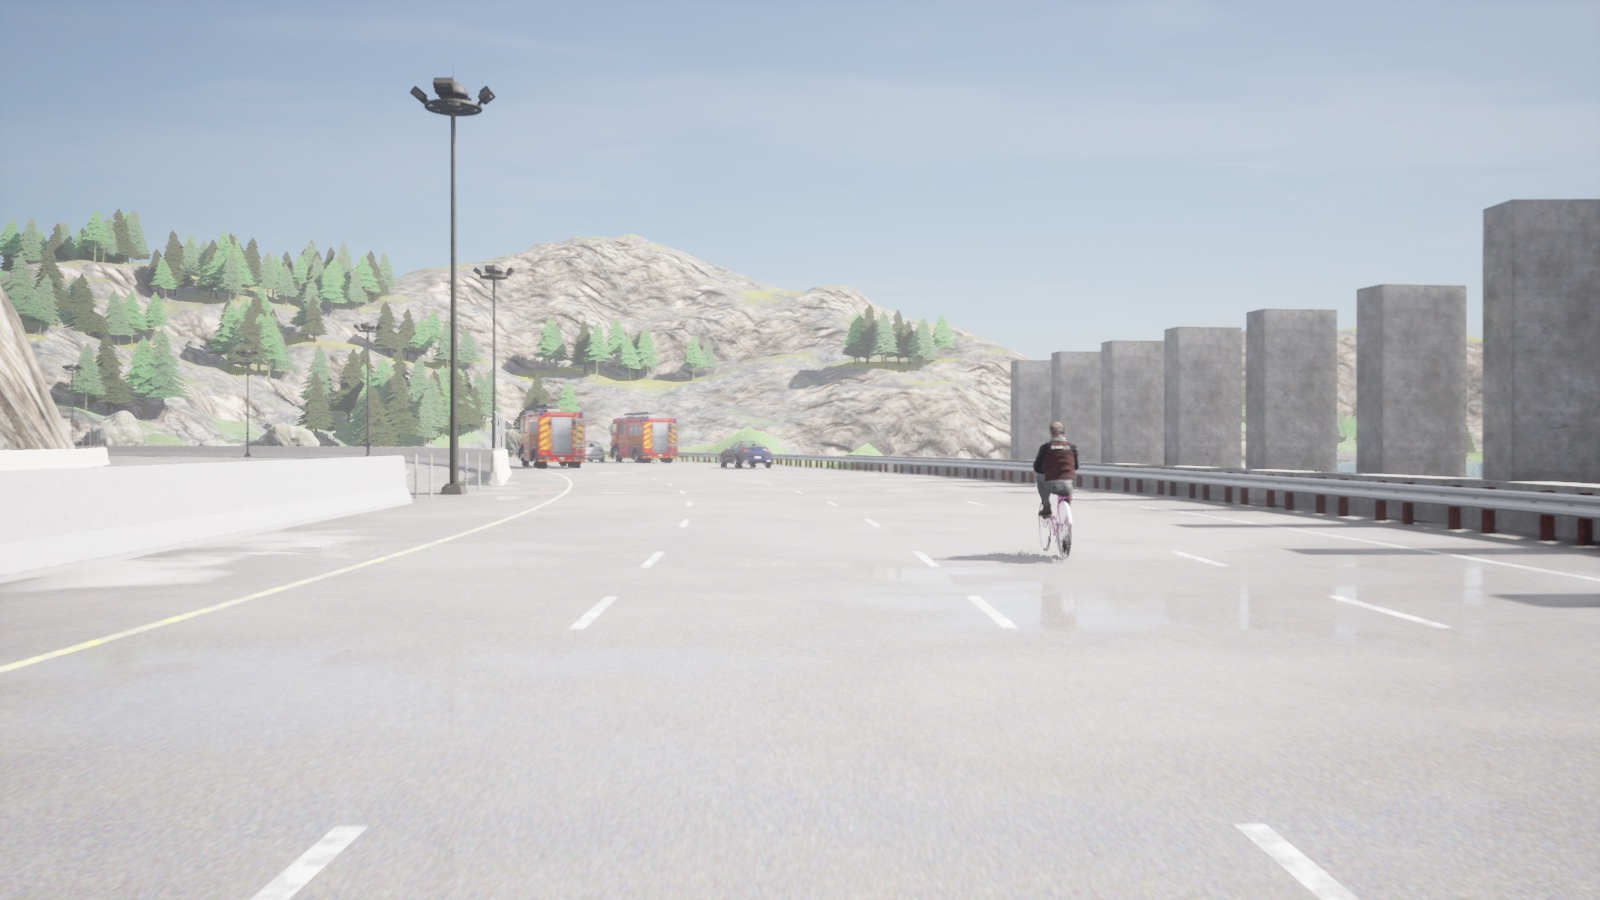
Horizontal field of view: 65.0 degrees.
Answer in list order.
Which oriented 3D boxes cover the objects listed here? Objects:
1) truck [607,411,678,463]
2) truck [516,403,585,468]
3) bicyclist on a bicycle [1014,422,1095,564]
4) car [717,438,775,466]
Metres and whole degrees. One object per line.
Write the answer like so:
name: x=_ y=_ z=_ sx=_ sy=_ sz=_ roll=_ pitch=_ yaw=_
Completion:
truck: x=-12.284 y=-0.974 z=97.146 sx=2.891 sy=3.827 sz=8.468 roll=0 pitch=0 yaw=-25
truck: x=-15.675 y=-0.872 z=78.444 sx=2.891 sy=3.827 sz=8.468 roll=0 pitch=0 yaw=-21
bicyclist on a bicycle: x=3.341 y=0.526 z=16.638 sx=0.659 sy=1.776 sz=1.843 roll=0 pitch=1 yaw=-1
car: x=-3.280 y=0.100 z=74.911 sx=2.152 sy=1.651 sz=5.027 roll=0 pitch=0 yaw=-18
